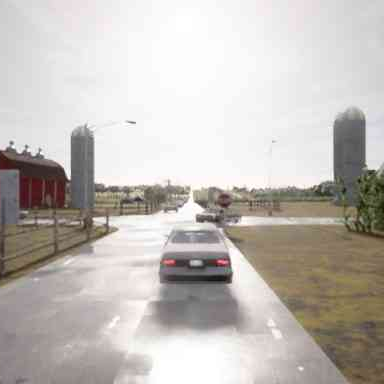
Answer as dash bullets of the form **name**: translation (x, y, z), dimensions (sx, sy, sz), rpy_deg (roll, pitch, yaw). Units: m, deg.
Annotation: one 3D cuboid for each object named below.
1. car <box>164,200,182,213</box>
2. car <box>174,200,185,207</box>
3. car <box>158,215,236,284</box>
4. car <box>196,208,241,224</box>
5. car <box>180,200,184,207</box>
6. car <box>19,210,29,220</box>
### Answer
- **car**: translation (-2.853, 2.174, 46.421), dimensions (1.895, 1.301, 4.718), rpy_deg (0, -1, 0)
- **car**: translation (-2.766, 2.618, 75.232), dimensions (2.128, 1.511, 4.902), rpy_deg (0, -1, 0)
- **car**: translation (0.097, 1.626, 9.789), dimensions (2.033, 1.411, 5.357), rpy_deg (0, 0, 0)
- **car**: translation (2.192, 1.885, 26.029), dimensions (1.895, 1.301, 4.718), rpy_deg (0, -1, 30)
- **car**: translation (-2.828, 2.269, 59.950), dimensions (1.882, 1.535, 5.008), rpy_deg (0, -1, 0)
- **car**: translation (-16.919, 1.833, 29.243), dimensions (4.892, 1.490, 1.837), rpy_deg (0, 0, 0)
